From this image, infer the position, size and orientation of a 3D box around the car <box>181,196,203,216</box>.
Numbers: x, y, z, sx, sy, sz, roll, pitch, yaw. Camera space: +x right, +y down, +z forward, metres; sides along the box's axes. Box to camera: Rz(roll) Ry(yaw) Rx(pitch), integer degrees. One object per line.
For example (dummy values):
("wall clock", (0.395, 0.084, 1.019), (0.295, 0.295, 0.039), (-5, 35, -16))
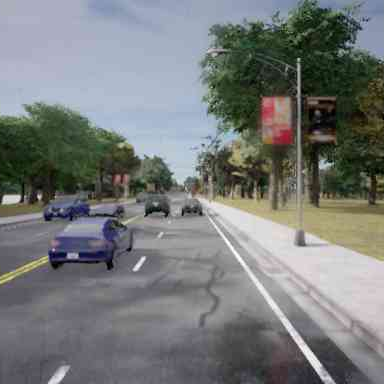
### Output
("car", (-0.027, 1.398, 33.410), (2.097, 1.767, 4.553), (0, 0, 0))

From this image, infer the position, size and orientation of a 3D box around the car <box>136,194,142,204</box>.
("car", (-10.243, 1.390, 69.029), (2.150, 2.045, 5.566), (0, 0, -1))

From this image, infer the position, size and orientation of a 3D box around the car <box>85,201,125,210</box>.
("car", (-6.686, 1.580, 27.174), (2.033, 1.411, 5.357), (0, 0, 0))

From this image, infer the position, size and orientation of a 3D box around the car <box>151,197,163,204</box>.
("car", (-6.966, 1.761, 66.882), (1.895, 1.301, 4.718), (0, 0, -1))

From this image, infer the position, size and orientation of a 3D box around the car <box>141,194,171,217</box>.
("car", (-3.280, 1.265, 32.426), (2.150, 2.045, 5.566), (0, 0, -1))

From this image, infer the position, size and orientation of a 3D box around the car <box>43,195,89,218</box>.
("car", (-9.937, 1.254, 26.959), (2.150, 2.045, 5.566), (0, 0, 0))

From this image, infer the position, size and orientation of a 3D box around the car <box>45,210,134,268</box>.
("car", (-3.168, 1.532, 11.120), (1.812, 1.442, 4.674), (0, 0, 0))

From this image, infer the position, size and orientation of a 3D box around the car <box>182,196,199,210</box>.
("car", (-0.193, 1.432, 45.549), (2.097, 1.767, 4.553), (0, 0, 0))
